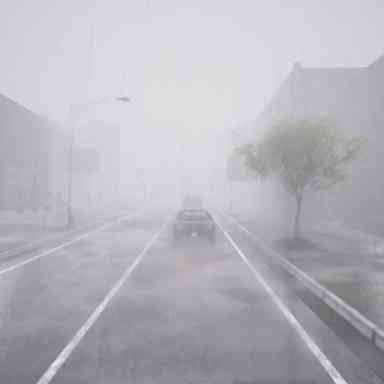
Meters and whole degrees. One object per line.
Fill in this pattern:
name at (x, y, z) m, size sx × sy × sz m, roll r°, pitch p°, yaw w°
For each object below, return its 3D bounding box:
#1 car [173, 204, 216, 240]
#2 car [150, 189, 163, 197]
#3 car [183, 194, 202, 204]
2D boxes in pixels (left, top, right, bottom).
car at (0.096, 1.515, 16.458) m, size 1.895 × 1.301 × 4.718 m, roll 0°, pitch 1°, yaw 0°
car at (-7.083, 0.230, 66.172) m, size 1.837 × 1.490 × 4.892 m, roll 1°, pitch 2°, yaw -21°
car at (0.084, 0.947, 37.743) m, size 2.097 × 1.767 × 4.553 m, roll 0°, pitch 1°, yaw 0°
